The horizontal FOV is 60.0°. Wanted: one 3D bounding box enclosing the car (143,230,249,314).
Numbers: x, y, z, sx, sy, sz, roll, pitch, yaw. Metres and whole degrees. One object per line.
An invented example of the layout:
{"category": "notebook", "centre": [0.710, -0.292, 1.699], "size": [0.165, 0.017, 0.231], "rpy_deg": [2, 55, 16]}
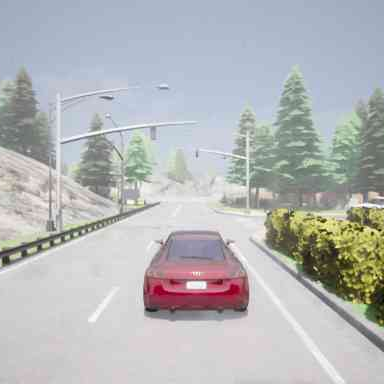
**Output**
{"category": "car", "centre": [0.071, 1.564, 7.711], "size": [1.994, 1.385, 4.181], "rpy_deg": [0, 0, 0]}

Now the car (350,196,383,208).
{"category": "car", "centre": [16.095, 1.382, 27.812], "size": [5.566, 2.045, 2.150], "rpy_deg": [0, 0, 0]}
